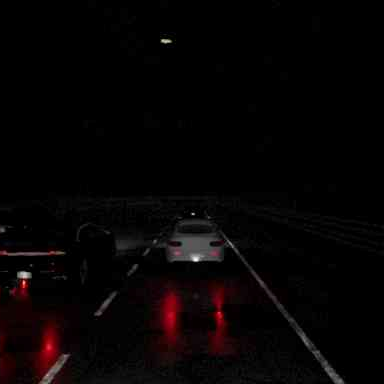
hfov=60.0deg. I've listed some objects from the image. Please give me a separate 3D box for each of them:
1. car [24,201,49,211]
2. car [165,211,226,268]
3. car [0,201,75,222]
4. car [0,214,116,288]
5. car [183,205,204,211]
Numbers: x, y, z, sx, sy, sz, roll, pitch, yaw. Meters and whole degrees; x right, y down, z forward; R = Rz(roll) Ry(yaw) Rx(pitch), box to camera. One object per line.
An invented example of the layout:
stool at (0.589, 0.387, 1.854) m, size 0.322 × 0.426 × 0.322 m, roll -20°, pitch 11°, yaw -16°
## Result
car at (-24.548, 2.201, 52.620) m, size 1.812 × 1.442 × 4.674 m, roll 0°, pitch -1°, yaw 1°
car at (0.101, 1.588, 11.329) m, size 1.812 × 1.442 × 4.674 m, roll 0°, pitch 0°, yaw 0°
car at (-6.900, 1.440, 14.260) m, size 2.097 × 1.767 × 4.553 m, roll 0°, pitch -1°, yaw 0°
car at (-3.499, 1.539, 9.382) m, size 2.128 × 1.511 × 4.902 m, roll 0°, pitch 0°, yaw 0°
car at (0.100, 1.847, 29.938) m, size 1.994 × 1.385 × 4.181 m, roll 0°, pitch -1°, yaw 0°
